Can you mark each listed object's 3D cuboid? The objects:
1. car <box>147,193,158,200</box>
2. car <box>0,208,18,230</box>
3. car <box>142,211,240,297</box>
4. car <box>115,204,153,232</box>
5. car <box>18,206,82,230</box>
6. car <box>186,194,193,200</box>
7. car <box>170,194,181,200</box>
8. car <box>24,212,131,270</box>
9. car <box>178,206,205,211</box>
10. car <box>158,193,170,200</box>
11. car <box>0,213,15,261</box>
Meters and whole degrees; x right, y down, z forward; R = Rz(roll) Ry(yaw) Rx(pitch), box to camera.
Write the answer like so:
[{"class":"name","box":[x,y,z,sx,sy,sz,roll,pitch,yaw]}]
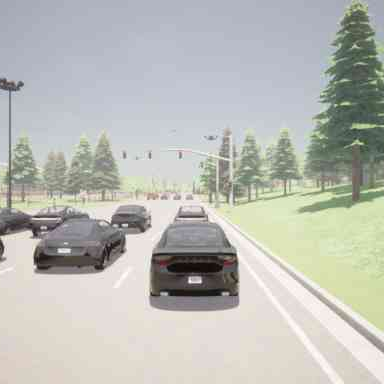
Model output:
[{"class":"car","box":[-11.161,1.216,92.021,2.150,2.045,5.566,0,0,0]},{"class":"car","box":[-10.534,1.563,18.648,1.994,1.385,4.181,0,0,0]},{"class":"car","box":[0.041,1.478,8.640,1.882,1.535,5.008,0,0,0]},{"class":"car","box":[-3.541,1.505,19.909,1.837,1.490,4.892,0,0,0]},{"class":"car","box":[-7.031,1.491,18.172,2.128,1.511,4.902,0,0,0]},{"class":"car","box":[-0.665,1.544,92.483,1.994,1.385,4.181,0,0,0]},{"class":"car","box":[-4.161,1.516,92.041,2.128,1.511,4.902,0,0,0]},{"class":"car","box":[-3.479,1.564,11.044,1.994,1.385,4.181,0,0,0]},{"class":"car","box":[-0.031,1.491,18.133,2.128,1.511,4.902,0,0,0]},{"class":"car","box":[-7.661,1.490,92.016,1.837,1.490,4.892,0,0,0]},{"class":"car","box":[-6.973,1.526,8.906,1.812,1.442,4.674,0,0,-1]}]
